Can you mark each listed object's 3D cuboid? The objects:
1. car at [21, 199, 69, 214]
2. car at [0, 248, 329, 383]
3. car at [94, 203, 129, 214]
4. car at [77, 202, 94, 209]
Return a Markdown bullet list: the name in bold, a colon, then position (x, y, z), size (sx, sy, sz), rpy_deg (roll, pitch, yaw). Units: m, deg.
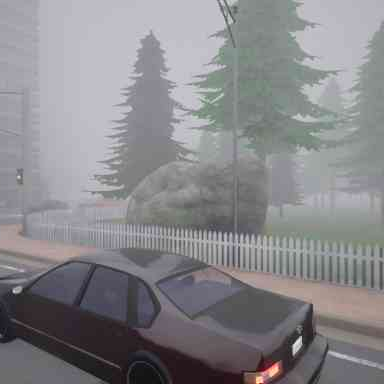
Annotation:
- **car**: position (-15.235, 1.492, 34.907), size (2.033, 1.411, 5.357), rpy_deg (0, 0, 17)
- **car**: position (-1.015, 1.547, 4.712), size (5.357, 1.411, 2.033), rpy_deg (0, 0, 35)
- **car**: position (-7.896, 1.296, 34.911), size (2.097, 1.767, 4.553), rpy_deg (0, 0, 16)
- **car**: position (-13.573, 1.545, 44.400), size (1.895, 1.301, 4.718), rpy_deg (0, 0, 3)
